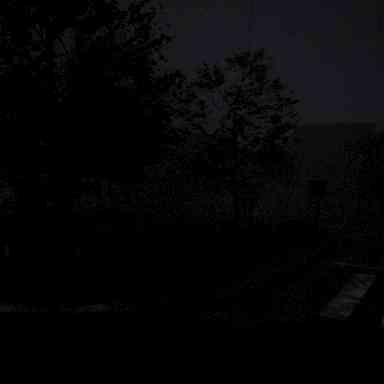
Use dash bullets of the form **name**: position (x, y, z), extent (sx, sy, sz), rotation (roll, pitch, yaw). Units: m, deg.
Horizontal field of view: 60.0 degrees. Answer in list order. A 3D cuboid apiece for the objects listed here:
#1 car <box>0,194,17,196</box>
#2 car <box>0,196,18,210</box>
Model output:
- **car**: position (-25.497, 1.388, 49.306), extent (2.185, 1.767, 4.553), rotation (-1, -1, 35)
- **car**: position (-23.002, 1.501, 41.713), extent (1.812, 1.442, 4.674), rotation (0, 0, -41)
